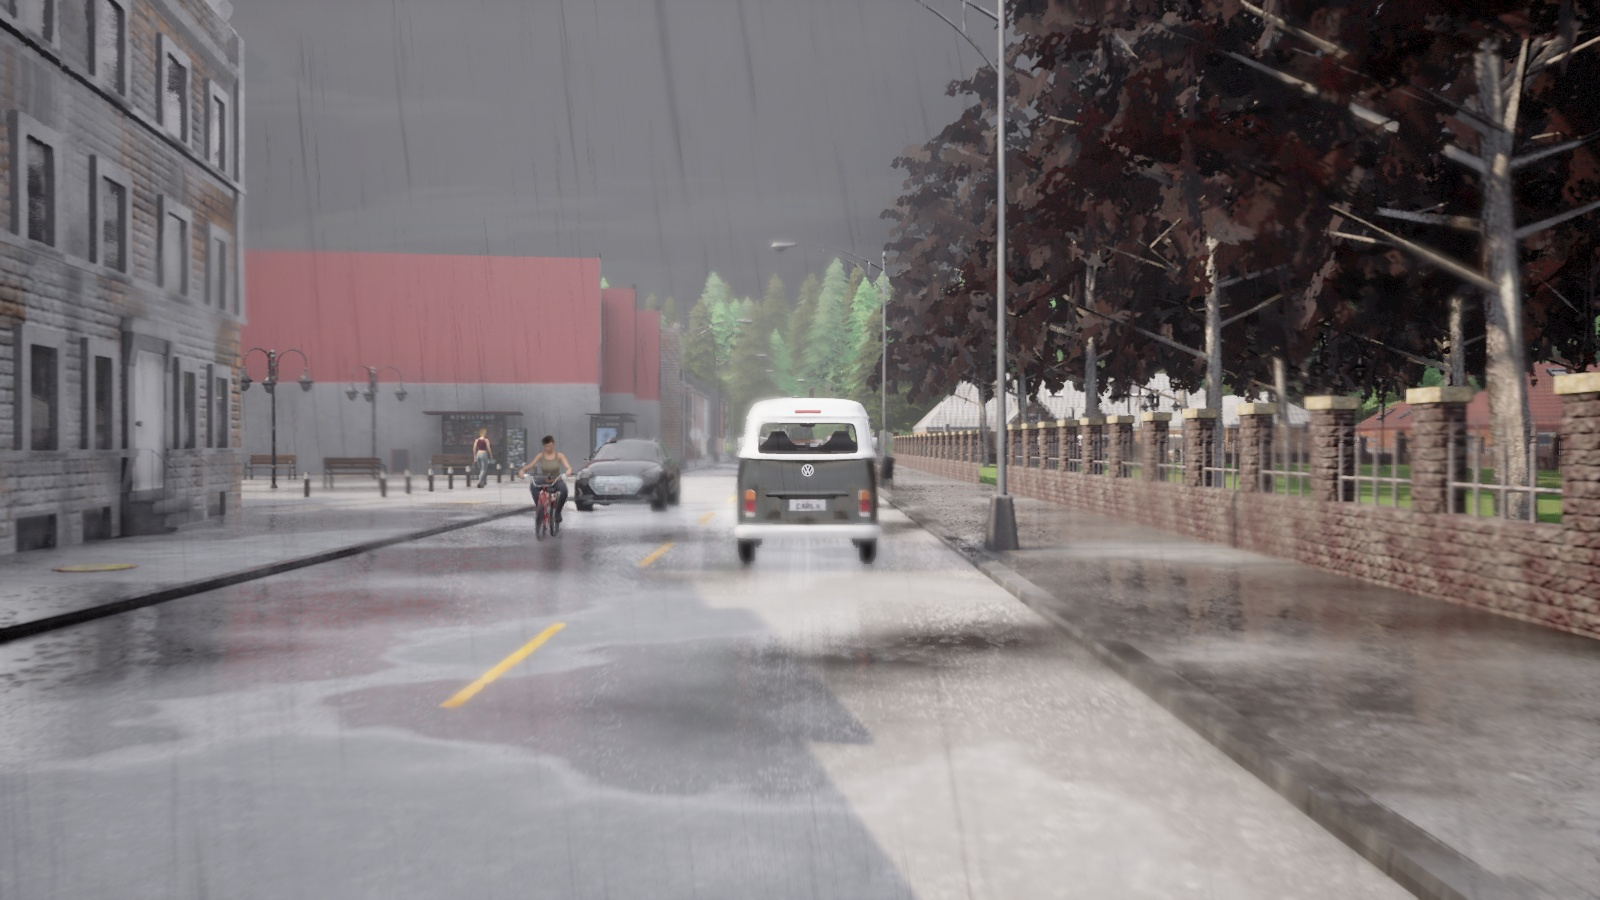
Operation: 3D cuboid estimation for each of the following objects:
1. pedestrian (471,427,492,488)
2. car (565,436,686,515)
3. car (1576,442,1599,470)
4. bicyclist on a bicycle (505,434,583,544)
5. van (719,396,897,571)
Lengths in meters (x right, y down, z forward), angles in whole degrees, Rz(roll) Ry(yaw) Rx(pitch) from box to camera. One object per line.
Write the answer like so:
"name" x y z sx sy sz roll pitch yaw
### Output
"pedestrian" -9.771 0.231 38.562 0.345 1.836 0.594 0 0 18
"car" -3.831 0.513 28.412 2.033 1.649 4.856 0 0 0
"car" 45.698 0.329 69.705 1.801 1.575 5.366 0 0 -2
"bicyclist on a bicycle" -3.877 0.572 19.138 0.866 1.612 1.509 0 0 1
"van" 0.106 0.375 16.867 2.069 2.038 4.480 0 0 0
